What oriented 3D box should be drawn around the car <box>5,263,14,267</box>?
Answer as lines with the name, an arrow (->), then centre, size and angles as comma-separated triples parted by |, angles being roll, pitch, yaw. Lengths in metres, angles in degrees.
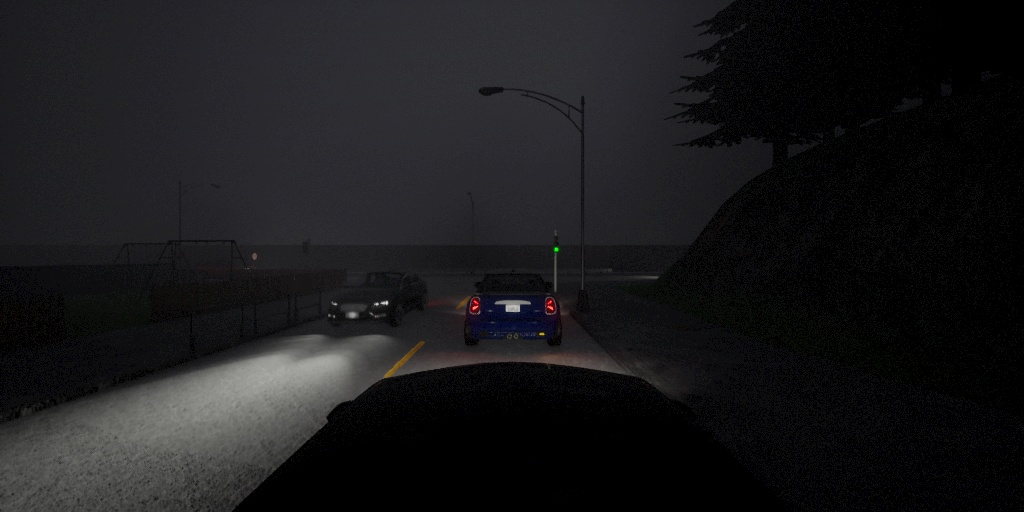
car -> -48.579, 1.351, 33.454 | 4.718, 1.301, 1.895 | 0, 0, 1

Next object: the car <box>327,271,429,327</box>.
car -> -4.045, 1.241, 11.575 | 2.128, 1.511, 4.902 | 0, 0, 1

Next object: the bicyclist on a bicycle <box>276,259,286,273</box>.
bicyclist on a bicycle -> -24.265, 1.099, 37.704 | 0.582, 1.620, 1.656 | 0, 0, 0

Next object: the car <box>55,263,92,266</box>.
car -> -35.416, 1.276, 29.318 | 4.674, 1.442, 1.812 | 0, 0, 0

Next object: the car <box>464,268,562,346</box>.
car -> 0.036, 1.102, 9.531 | 2.097, 1.767, 4.553 | 0, 0, 0

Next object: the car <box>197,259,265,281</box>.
car -> -22.903, 1.102, 29.305 | 4.553, 1.767, 2.097 | 0, 0, 0
